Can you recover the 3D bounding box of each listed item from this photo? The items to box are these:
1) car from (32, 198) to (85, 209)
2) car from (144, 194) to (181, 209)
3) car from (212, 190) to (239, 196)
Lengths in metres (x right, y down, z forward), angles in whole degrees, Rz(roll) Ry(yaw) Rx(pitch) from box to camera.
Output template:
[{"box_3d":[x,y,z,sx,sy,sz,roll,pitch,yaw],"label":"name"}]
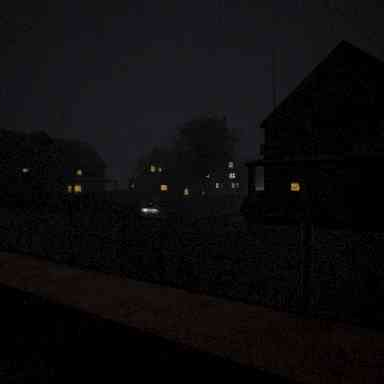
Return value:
[{"box_3d":[-9.699,1.159,24.169,1.994,1.385,4.181,1,2,35],"label":"car"},{"box_3d":[-2.861,0.883,33.699,1.994,1.385,4.181,1,2,36],"label":"car"},{"box_3d":[4.456,0.505,43.843,1.882,1.535,5.008,1,2,36],"label":"car"}]
